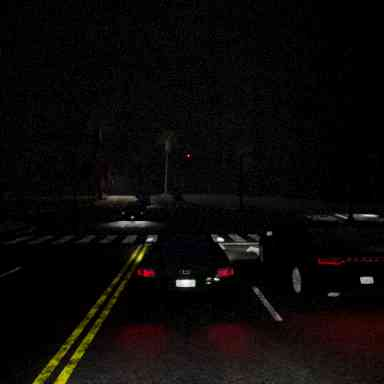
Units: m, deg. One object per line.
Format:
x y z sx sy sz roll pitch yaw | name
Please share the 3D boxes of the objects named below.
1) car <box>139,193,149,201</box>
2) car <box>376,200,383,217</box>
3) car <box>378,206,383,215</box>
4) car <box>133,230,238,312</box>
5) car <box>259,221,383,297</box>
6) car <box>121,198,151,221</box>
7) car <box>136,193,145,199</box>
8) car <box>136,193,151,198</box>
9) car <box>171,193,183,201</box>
-9.650 1.009 66.072 1.837 1.490 4.892 0 1 -10 | car
19.252 1.490 30.061 4.181 1.385 1.994 0 0 13 | car
18.305 1.418 26.938 5.008 1.535 1.882 0 0 12 | car
-0.158 1.563 7.812 1.994 1.385 4.181 0 0 -1 | car
3.117 1.476 8.613 1.882 1.535 5.008 0 0 -3 | car
-4.652 1.494 27.434 2.033 1.411 5.357 0 0 -5 | car
-12.672 0.857 81.196 1.994 1.385 4.181 0 1 -12 | car
-7.136 1.188 49.673 1.882 1.535 5.008 0 1 -8 | car
-3.015 1.001 66.438 2.128 1.511 4.902 0 1 -10 | car
